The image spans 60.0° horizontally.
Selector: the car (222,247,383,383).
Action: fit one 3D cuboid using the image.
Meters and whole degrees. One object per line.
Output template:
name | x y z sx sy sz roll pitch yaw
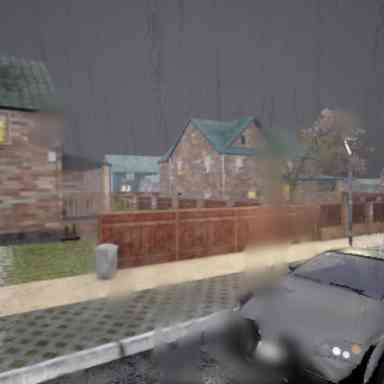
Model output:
car | 2.461 1.566 4.833 4.181 1.385 1.994 0 0 -36
